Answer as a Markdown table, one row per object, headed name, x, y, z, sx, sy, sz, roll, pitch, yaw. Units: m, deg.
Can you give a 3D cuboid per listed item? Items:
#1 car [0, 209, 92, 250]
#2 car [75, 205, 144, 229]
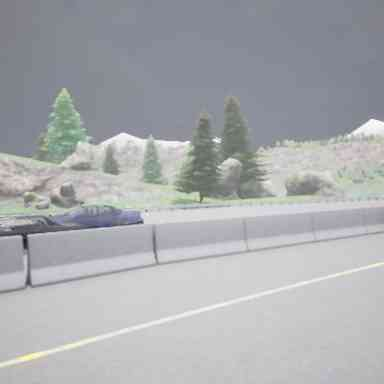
| name | x | y | z | sx | sy | sz | roll | pitch | yaw |
| --- | --- | --- | --- | --- | --- | --- | --- | --- | --- |
| car | -6.410 | 1.540 | 12.190 | 4.718 | 1.301 | 1.895 | -2 | 1 | -34 |
| car | -5.204 | 1.389 | 17.202 | 5.357 | 1.411 | 2.033 | -2 | 1 | -33 |
